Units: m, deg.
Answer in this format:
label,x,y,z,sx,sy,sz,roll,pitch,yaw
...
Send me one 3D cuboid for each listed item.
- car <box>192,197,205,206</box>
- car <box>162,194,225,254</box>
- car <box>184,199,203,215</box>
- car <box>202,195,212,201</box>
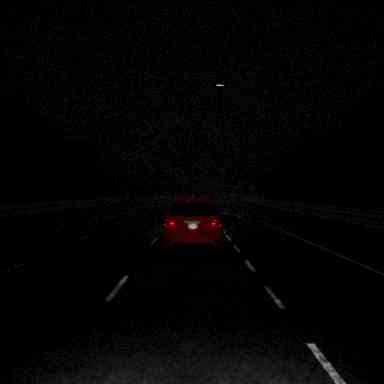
label,x,y,z,sx,sy,sz,roll,pitch,yaw
car,1.158,1.553,57.122,2.033,1.411,5.357,0,0,4
car,0.033,1.221,13.599,2.150,2.045,5.566,0,0,0
car,0.175,1.533,34.300,1.812,1.442,4.674,0,0,1
car,3.757,1.563,84.059,2.033,1.411,5.357,0,0,7
